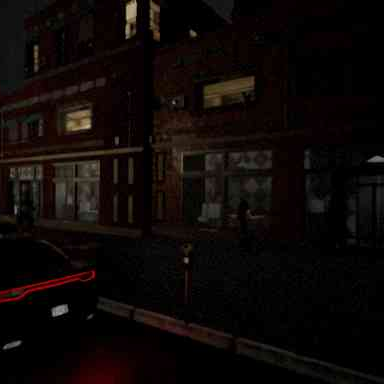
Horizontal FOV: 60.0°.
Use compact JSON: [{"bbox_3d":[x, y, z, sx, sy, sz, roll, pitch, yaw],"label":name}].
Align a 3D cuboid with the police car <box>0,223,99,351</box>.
[{"bbox_3d":[-3.907,1.412,6.074,5.238,1.638,1.930,0,0,36],"label":"police car"}]
